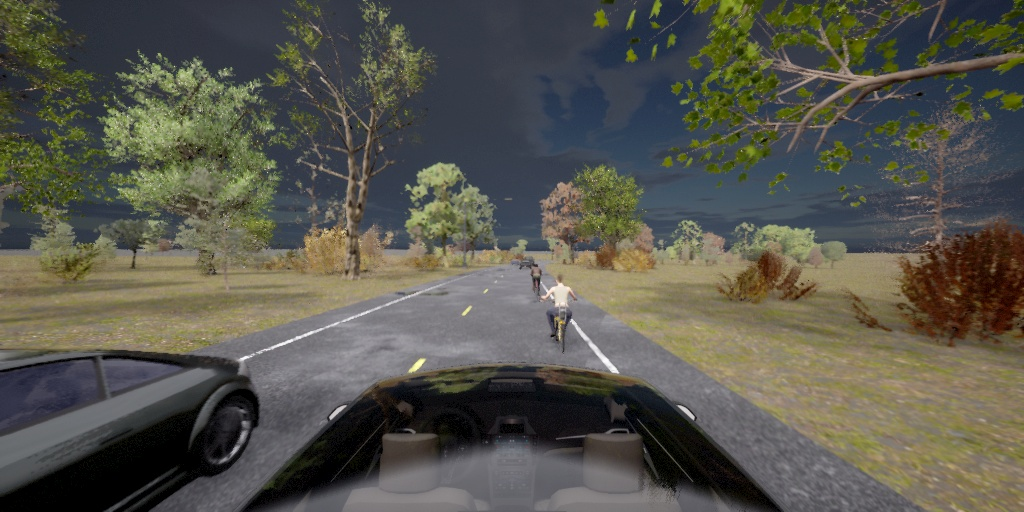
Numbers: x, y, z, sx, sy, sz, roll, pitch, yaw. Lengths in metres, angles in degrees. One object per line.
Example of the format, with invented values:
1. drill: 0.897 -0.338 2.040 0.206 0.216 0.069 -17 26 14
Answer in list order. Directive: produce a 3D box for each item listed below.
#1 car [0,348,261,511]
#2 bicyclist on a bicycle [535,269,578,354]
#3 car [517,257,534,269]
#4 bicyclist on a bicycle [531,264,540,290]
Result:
1. car: -3.581 1.313 1.957 1.994 1.385 4.181 0 0 0
2. bicyclist on a bicycle: 1.038 1.185 7.813 0.866 1.612 1.509 0 0 0
3. car: 2.259 1.343 57.905 1.837 1.490 4.892 0 0 4
4. bicyclist on a bicycle: 1.161 1.200 17.017 0.582 1.620 1.656 0 0 1
